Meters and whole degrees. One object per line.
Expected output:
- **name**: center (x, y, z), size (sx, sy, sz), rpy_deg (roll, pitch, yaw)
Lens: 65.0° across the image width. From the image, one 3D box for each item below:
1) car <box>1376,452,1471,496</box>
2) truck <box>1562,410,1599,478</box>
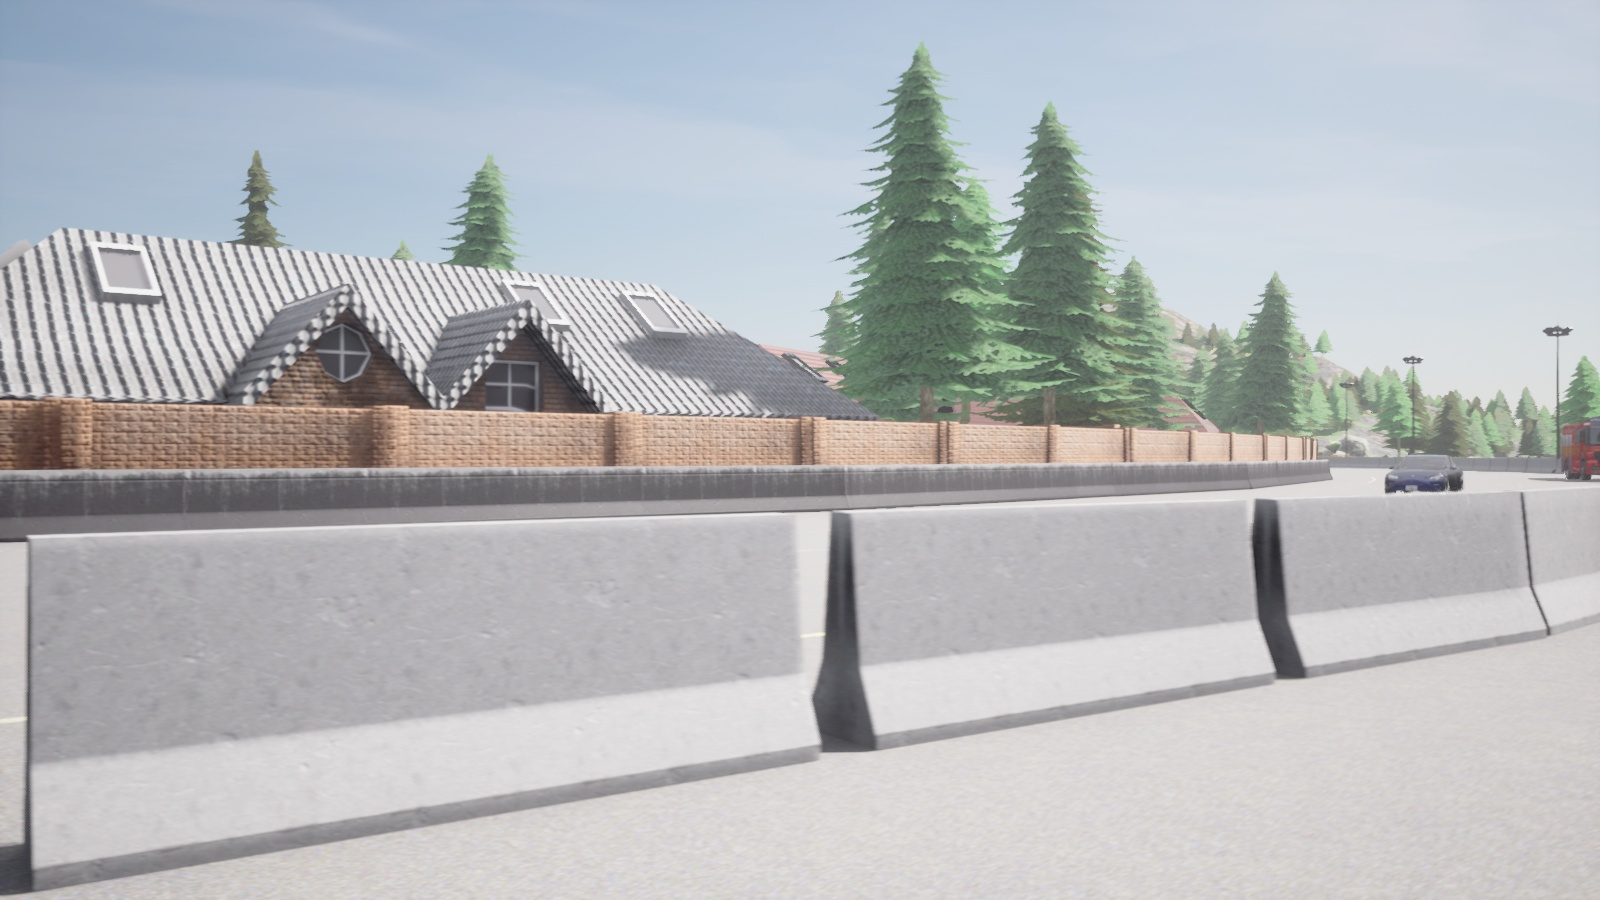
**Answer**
- **car**: center (22.324, 0.816, 44.882), size (2.163, 1.488, 4.792), rpy_deg (0, 0, 37)
- **truck**: center (47.210, -0.327, 73.798), size (2.891, 3.827, 8.468), rpy_deg (0, 0, 23)
